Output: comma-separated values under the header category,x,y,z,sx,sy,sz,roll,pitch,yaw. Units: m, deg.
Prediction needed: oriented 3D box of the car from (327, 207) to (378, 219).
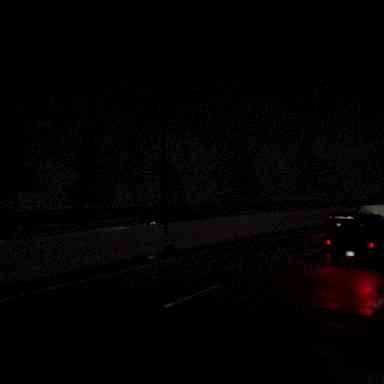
category,x,y,z,sx,sy,sz,roll,pitch,yaw
car,10.072,1.642,20.440,4.902,1.511,2.128,-1,-1,-42

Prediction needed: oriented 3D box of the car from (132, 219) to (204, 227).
category,x,y,z,sx,sy,sz,roll,pitch,yaw
car,-1.332,1.758,19.395,2.097,1.767,4.553,-2,-1,44

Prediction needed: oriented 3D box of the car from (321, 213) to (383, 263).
category,x,y,z,sx,sy,sz,roll,pitch,yaw
car,6.601,1.682,12.305,1.895,1.301,4.718,-2,-1,43
